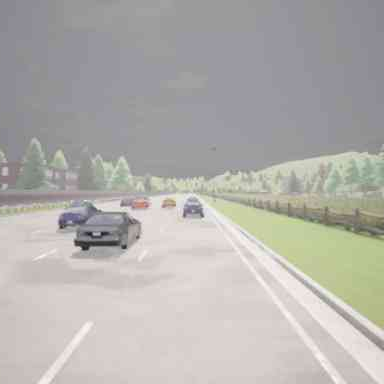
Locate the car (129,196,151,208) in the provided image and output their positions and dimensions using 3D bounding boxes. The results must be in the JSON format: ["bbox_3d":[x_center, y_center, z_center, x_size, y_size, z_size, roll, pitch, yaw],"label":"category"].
[{"bbox_3d":[-6.892,1.365,45.970,2.097,1.767,4.553,0,0,0],"label":"car"}]

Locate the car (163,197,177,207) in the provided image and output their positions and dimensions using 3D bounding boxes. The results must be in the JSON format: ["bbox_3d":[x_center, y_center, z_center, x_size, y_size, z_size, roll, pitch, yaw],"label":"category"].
[{"bbox_3d":[-3.393,1.493,50.698,1.882,1.535,5.008,0,0,0],"label":"car"}]

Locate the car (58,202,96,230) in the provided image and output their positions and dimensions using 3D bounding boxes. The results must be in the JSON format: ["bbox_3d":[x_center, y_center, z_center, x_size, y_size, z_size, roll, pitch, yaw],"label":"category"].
[{"bbox_3d":[-6.895,1.532,21.056,1.812,1.442,4.674,0,0,0],"label":"car"}]

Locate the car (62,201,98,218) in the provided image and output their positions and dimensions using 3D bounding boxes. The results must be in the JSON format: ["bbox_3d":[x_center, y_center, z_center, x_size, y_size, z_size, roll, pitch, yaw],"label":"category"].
[{"bbox_3d":[-10.395,1.573,31.159,1.994,1.385,4.181,0,0,0],"label":"car"}]

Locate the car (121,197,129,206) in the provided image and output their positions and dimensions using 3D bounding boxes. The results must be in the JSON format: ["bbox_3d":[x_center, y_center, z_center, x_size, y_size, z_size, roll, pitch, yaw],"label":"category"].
[{"bbox_3d":[-10.391,1.580,54.666,1.994,1.385,4.181,0,0,0],"label":"car"}]

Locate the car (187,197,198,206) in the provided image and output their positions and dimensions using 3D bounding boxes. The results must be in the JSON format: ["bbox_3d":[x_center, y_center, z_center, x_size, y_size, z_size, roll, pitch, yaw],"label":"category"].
[{"bbox_3d":[0.109,1.542,55.745,1.812,1.442,4.674,0,0,0],"label":"car"}]

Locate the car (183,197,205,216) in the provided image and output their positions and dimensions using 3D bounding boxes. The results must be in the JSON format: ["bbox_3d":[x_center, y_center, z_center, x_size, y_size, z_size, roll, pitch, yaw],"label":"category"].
[{"bbox_3d":[0.108,1.535,32.171,1.812,1.442,4.674,0,0,0],"label":"car"}]

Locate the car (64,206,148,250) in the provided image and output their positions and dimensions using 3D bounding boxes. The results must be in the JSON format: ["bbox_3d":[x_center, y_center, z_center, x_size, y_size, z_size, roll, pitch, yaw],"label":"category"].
[{"bbox_3d":[-3.399,1.552,14.370,2.033,1.411,5.357,0,0,0],"label":"car"}]
